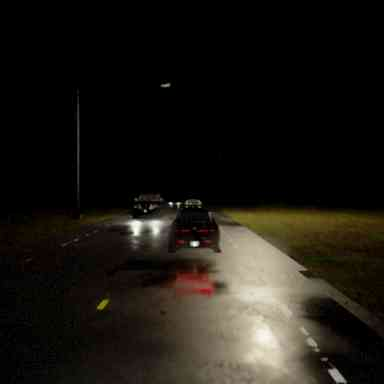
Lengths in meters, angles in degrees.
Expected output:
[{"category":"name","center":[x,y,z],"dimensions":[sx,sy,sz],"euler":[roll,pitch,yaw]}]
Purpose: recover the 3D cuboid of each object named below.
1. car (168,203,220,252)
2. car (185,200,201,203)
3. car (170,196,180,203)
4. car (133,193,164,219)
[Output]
[{"category":"car","center":[0.097,1.434,13.483],"dimensions":[1.837,1.490,4.892],"euler":[0,1,0]},{"category":"car","center":[0.104,1.478,33.870],"dimensions":[1.895,1.301,4.718],"euler":[0,0,0]},{"category":"car","center":[-3.492,1.531,68.750],"dimensions":[1.837,1.490,4.892],"euler":[0,0,0]},{"category":"car","center":[-3.595,1.101,28.372],"dimensions":[2.150,2.045,5.566],"euler":[0,0,0]}]
